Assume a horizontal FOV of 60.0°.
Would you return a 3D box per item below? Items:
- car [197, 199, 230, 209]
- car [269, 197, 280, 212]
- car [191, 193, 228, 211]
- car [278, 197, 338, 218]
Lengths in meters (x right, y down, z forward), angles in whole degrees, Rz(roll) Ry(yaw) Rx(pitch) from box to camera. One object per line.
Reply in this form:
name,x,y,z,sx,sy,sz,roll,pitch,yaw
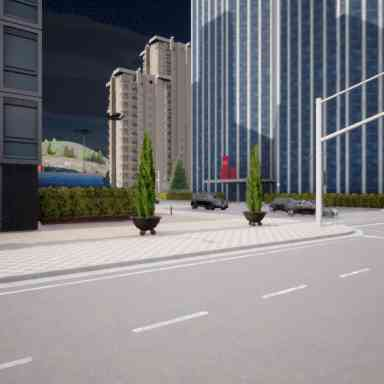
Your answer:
car,2.929,1.601,46.143,1.895,1.301,4.718,0,0,-36
car,10.558,1.352,35.600,2.097,1.767,4.553,0,0,-36
car,2.056,1.213,41.376,2.150,2.045,5.566,0,1,-36
car,10.525,1.491,29.687,2.128,1.511,4.902,0,0,-36
